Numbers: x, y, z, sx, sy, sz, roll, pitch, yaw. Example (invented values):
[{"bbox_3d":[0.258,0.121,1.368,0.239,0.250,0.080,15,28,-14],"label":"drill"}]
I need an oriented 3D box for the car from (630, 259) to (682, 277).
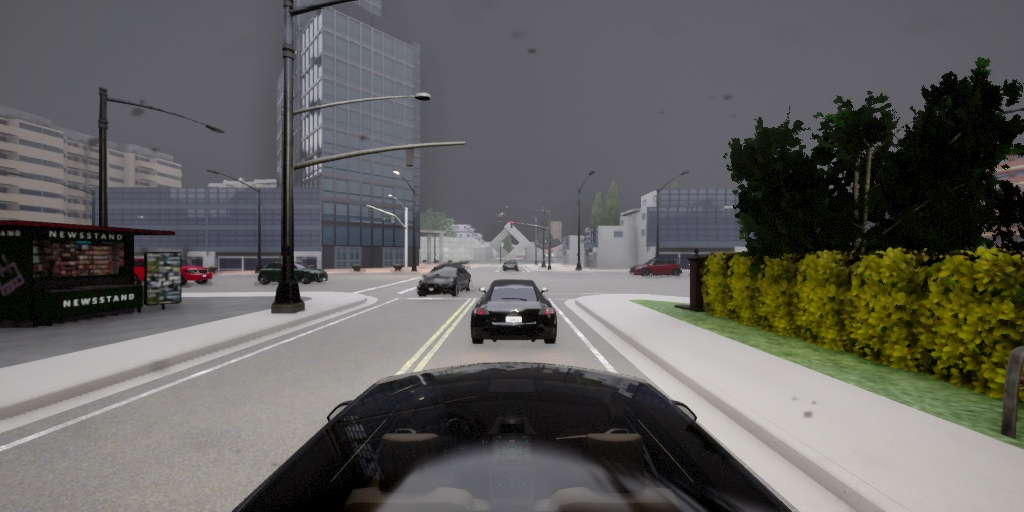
[{"bbox_3d":[13.753,1.091,34.490,4.553,1.767,2.097,0,0,-4],"label":"car"}]

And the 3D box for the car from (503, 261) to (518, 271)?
[{"bbox_3d":[-0.167,1.313,48.916,1.994,1.385,4.181,0,0,0],"label":"car"}]

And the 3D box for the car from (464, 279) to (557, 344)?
[{"bbox_3d":[0.044,1.314,9.610,1.994,1.385,4.181,0,0,0],"label":"car"}]

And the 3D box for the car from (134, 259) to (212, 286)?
[{"bbox_3d":[-26.016,1.190,27.075,5.566,2.045,2.150,-1,0,-1],"label":"car"}]

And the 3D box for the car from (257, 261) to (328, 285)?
[{"bbox_3d":[-16.499,1.210,27.193,4.553,1.767,2.097,-1,0,-1],"label":"car"}]

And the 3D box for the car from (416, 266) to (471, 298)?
[{"bbox_3d":[-3.371,1.267,18.507,1.837,1.490,4.892,-1,0,6],"label":"car"}]
